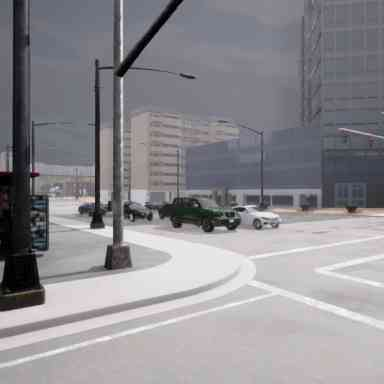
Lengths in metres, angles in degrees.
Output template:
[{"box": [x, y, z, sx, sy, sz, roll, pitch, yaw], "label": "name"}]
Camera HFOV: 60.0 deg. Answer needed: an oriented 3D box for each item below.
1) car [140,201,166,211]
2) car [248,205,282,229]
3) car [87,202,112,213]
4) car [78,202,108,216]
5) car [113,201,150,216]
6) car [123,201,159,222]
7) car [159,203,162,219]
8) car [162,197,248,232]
[{"box": [-5.706, 2.029, 48.219, 1.994, 1.385, 4.181, 0, -1, -36], "label": "car"}, {"box": [3.908, 1.635, 22.695, 1.812, 1.442, 4.674, 0, -1, -35], "label": "car"}, {"box": [-12.734, 2.060, 45.719, 1.994, 1.385, 4.181, 0, -1, -35], "label": "car"}, {"box": [-11.411, 1.939, 37.880, 2.033, 1.411, 5.357, 0, -1, -36], "label": "car"}, {"box": [-6.903, 1.841, 37.626, 2.128, 1.511, 4.902, 0, -1, -36], "label": "car"}, {"box": [-5.165, 1.741, 29.264, 1.837, 1.490, 4.892, 0, -1, -36], "label": "car"}, {"box": [-1.391, 1.740, 30.083, 1.812, 1.442, 4.674, 0, -1, -36], "label": "car"}, {"box": [0.641, 1.335, 21.264, 2.150, 2.045, 5.566, 0, -1, -36], "label": "car"}]
